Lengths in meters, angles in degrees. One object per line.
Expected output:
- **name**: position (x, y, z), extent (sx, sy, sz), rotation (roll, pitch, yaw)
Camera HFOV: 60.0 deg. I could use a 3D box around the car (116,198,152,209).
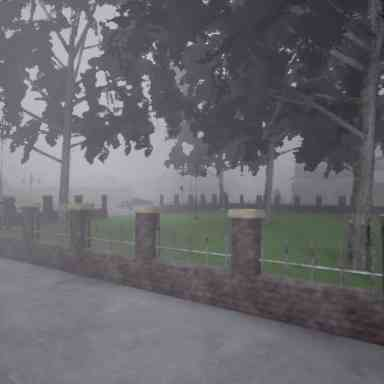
- **car**: position (-7.703, 1.519, 44.913), extent (2.033, 1.411, 5.357), rotation (0, 0, 36)
